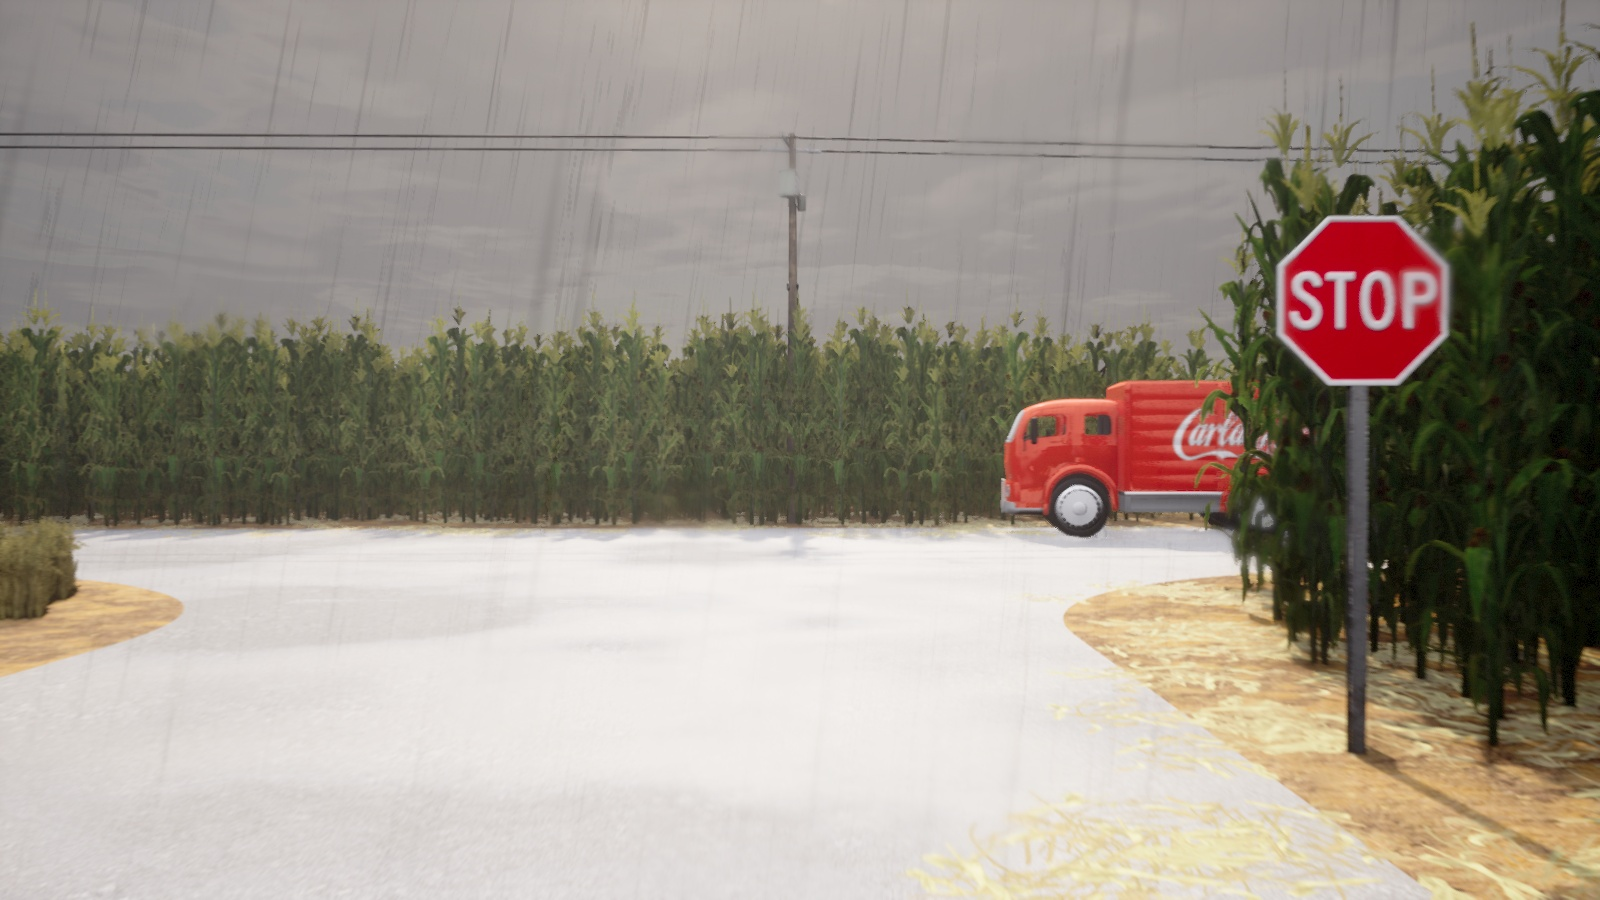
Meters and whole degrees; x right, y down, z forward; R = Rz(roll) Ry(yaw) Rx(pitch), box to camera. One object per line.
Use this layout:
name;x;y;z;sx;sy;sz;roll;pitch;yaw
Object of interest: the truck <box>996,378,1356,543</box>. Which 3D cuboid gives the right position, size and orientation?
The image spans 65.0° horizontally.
truck;5.865;0.142;20.347;5.204;2.467;2.627;0;0;6
